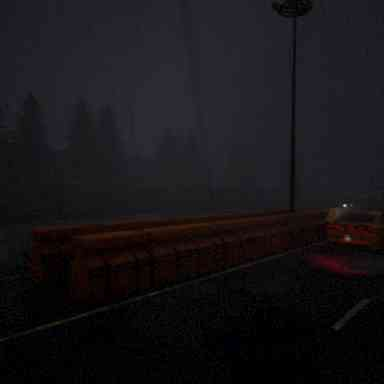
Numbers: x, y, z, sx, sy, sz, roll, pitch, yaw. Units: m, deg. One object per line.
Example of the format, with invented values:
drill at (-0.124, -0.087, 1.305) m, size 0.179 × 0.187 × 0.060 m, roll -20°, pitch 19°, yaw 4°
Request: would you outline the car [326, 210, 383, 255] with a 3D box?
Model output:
car at (7.115, 1.484, 13.555) m, size 1.882 × 1.535 × 5.008 m, roll 1°, pitch 1°, yaw 41°
